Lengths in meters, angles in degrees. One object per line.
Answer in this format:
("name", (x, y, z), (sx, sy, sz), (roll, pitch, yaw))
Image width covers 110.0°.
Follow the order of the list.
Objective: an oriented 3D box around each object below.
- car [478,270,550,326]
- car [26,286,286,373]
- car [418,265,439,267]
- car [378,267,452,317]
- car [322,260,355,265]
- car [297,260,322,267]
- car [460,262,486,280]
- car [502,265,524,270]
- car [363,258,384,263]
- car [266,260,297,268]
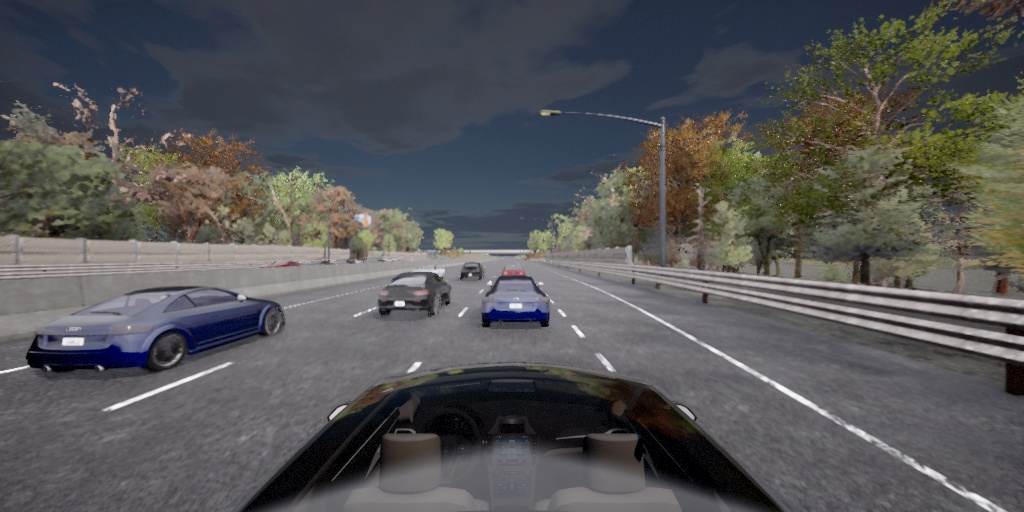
("car", (0.104, 1.319, 11.676), (1.994, 1.385, 4.181), (0, 0, 0))
("car", (-6.898, 1.316, 7.643), (1.994, 1.385, 4.181), (0, 0, 0))
("car", (-6.889, 1.373, 30.008), (1.895, 1.301, 4.718), (0, 0, 0))
("car", (-3.394, 1.281, 13.146), (1.812, 1.442, 4.674), (0, 0, 0))
("car", (-21.062, 1.301, 44.576), (1.837, 1.490, 4.892), (0, -1, 0))
("car", (-24.558, 1.302, 45.390), (1.837, 1.490, 4.892), (0, -1, 0))
("car", (-3.389, 1.279, 31.530), (1.837, 1.490, 4.892), (0, 0, 0))
("car", (0.111, 1.373, 29.994), (1.895, 1.301, 4.718), (0, 0, 0))
("car", (-17.561, 1.147, 45.362), (2.097, 1.767, 4.553), (0, 0, 0))
("car", (-28.055, 1.271, 44.285), (1.882, 1.535, 5.008), (0, 0, 0))
